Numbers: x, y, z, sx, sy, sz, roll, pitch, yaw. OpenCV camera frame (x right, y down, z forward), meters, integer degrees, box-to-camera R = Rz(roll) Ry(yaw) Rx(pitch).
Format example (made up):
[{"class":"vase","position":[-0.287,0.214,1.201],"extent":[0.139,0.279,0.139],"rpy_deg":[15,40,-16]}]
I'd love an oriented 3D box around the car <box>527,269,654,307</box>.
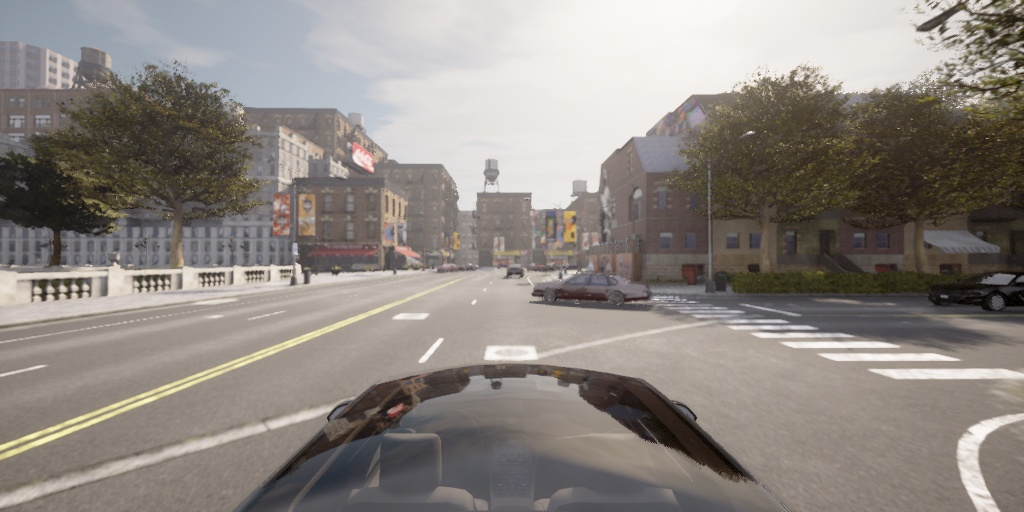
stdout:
[{"class":"car","position":[3.640,1.465,16.507],"extent":[5.357,1.411,2.033],"rpy_deg":[0,-1,28]}]

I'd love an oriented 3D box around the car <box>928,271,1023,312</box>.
[{"class":"car","position":[20.054,1.373,14.589],"extent":[5.008,1.535,1.882],"rpy_deg":[0,-1,0]}]

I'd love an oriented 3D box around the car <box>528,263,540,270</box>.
[{"class":"car","position":[4.124,1.958,61.837],"extent":[1.812,1.442,4.674],"rpy_deg":[0,-1,32]}]

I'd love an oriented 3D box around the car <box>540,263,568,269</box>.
[{"class":"car","position":[7.106,1.917,60.090],"extent":[1.837,1.490,4.892],"rpy_deg":[-1,-1,32]}]

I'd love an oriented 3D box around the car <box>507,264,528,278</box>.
[{"class":"car","position":[0.506,1.711,41.852],"extent":[1.837,1.490,4.892],"rpy_deg":[0,-1,6]}]
